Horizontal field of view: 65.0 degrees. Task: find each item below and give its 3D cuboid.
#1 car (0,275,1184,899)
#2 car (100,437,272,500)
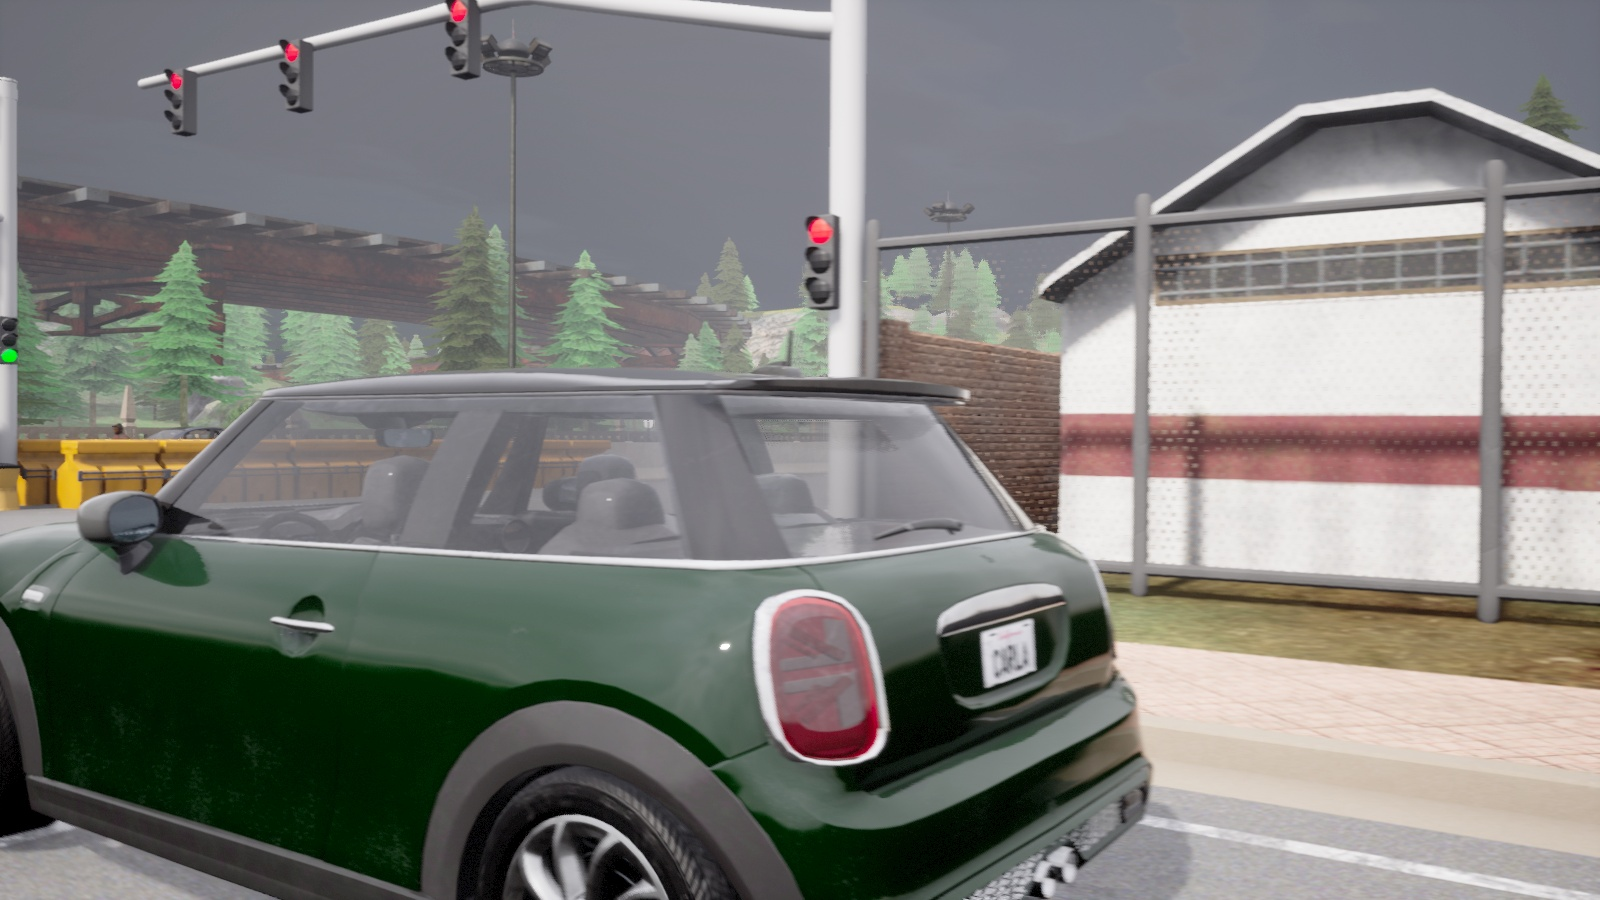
[{"bbox_3d":[-1.231,0.545,4.492,4.553,1.767,2.097,0,1,34],"label":"car"},{"bbox_3d":[-16.310,0.452,33.503,1.789,1.549,3.705,0,1,32],"label":"car"}]
